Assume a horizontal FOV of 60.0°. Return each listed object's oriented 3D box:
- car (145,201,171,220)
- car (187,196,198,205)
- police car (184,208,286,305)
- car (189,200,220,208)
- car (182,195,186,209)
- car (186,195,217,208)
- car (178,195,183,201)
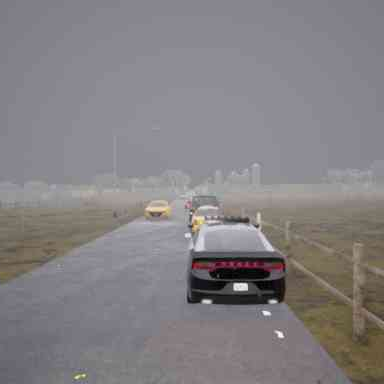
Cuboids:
[{"bbox_3d":[-2.793,1.479,28.150,1.882,1.535,5.008,0,0,0],"label":"car"},{"bbox_3d":[0.119,1.535,58.431,1.812,1.442,4.674,0,0,0],"label":"car"},{"bbox_3d":[0.842,1.424,8.291,1.930,1.638,5.238,0,0,0],"label":"police car"},{"bbox_3d":[0.862,1.455,18.371,1.801,1.575,5.366,0,0,0],"label":"car"},{"bbox_3d":[0.113,1.361,45.425,2.097,1.767,4.553,0,0,1],"label":"car"},{"bbox_3d":[0.875,1.225,24.211,2.150,2.045,5.566,0,0,0],"label":"car"},{"bbox_3d":[-2.574,1.425,86.936,1.882,1.535,5.008,0,0,0],"label":"car"}]
